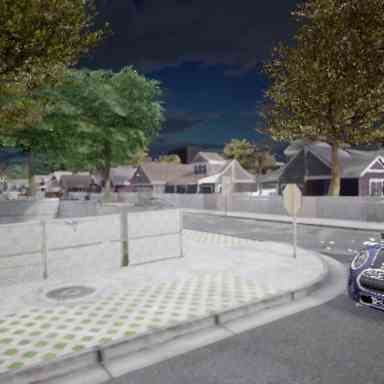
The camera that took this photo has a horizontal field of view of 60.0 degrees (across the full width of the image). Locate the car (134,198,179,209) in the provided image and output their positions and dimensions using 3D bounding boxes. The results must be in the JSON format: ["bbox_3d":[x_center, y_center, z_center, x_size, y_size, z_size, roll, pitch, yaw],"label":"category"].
[{"bbox_3d":[-2.614,1.226,23.950,1.837,1.490,4.892,-1,1,-36],"label":"car"}]

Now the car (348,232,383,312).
[{"bbox_3d":[5.100,1.224,6.604,4.553,1.767,2.097,-1,1,-36],"label":"car"}]

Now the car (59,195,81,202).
[{"bbox_3d":[-15.447,1.111,41.926,2.128,1.511,4.902,-1,1,-35],"label":"car"}]

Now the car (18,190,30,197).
[{"bbox_3d":[-40.149,0.603,81.179,2.150,2.045,5.566,-1,1,-36],"label":"car"}]
